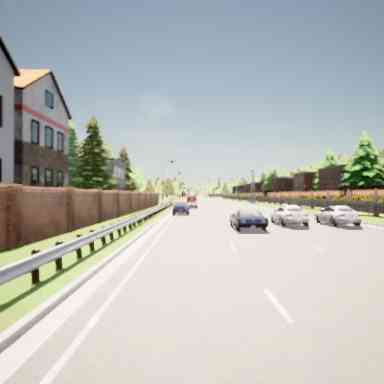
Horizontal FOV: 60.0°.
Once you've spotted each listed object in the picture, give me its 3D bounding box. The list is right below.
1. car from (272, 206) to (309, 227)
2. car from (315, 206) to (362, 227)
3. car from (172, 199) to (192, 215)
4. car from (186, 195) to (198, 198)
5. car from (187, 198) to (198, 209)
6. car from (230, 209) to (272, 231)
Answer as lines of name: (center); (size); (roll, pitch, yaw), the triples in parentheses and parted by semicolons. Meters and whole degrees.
car: (7.079, 1.720, 24.310); (1.812, 1.442, 4.674); (0, 0, 0)
car: (10.579, 1.720, 24.252); (1.812, 1.442, 4.674); (0, 0, 0)
car: (-1.237, 1.825, 37.546); (1.812, 1.442, 4.674); (0, 0, 0)
car: (-0.021, 1.647, 69.495); (2.150, 2.045, 5.566); (0, 0, 0)
car: (-0.016, 2.034, 54.476); (1.895, 1.301, 4.718); (0, 0, 0)
car: (3.593, 1.775, 21.764); (1.895, 1.301, 4.718); (0, 0, 0)
